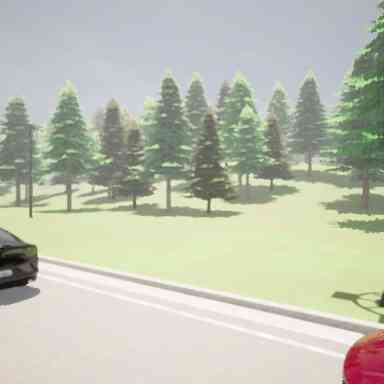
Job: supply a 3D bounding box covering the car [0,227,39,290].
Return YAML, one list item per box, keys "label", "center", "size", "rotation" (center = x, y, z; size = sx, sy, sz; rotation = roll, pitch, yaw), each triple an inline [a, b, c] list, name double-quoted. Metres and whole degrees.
- label: "car"
  center: [-5.736, 1.468, 8.080]
  size: [5.008, 1.535, 1.882]
  rotation: [0, 0, 35]

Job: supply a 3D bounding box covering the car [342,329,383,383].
- label: "car"
  center: [3.404, 1.480, 1.552]
  size: [5.008, 1.535, 1.882]
  rotation: [0, 0, 36]
